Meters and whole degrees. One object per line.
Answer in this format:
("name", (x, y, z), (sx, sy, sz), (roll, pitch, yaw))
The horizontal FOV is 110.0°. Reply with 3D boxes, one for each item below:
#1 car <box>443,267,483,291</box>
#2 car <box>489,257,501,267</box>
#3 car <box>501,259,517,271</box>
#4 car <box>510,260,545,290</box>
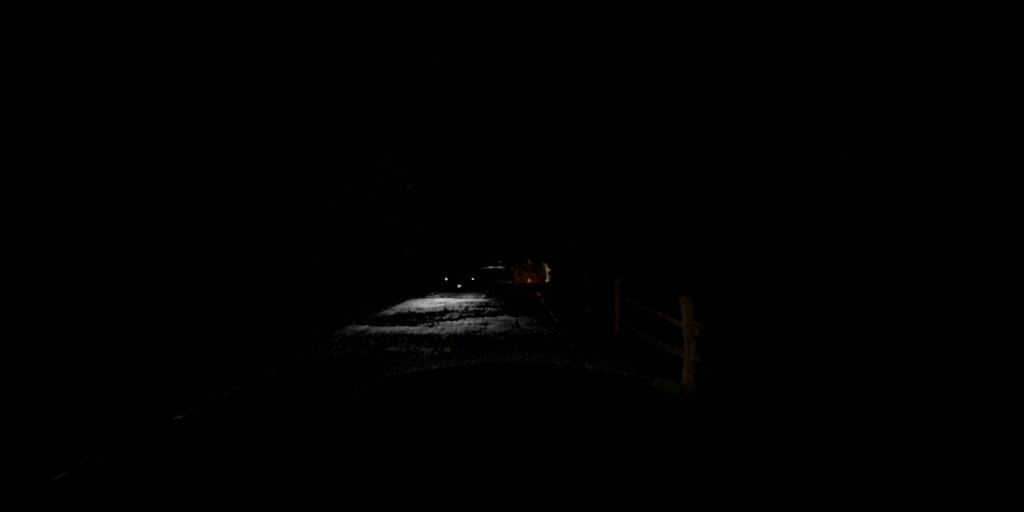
("car", (-2.851, 1.323, 21.632), (1.895, 1.301, 4.718), (0, 0, 0))
("car", (-2.791, 0.970, 62.359), (2.097, 1.767, 4.553), (0, 0, 1))
("car", (0.050, 1.158, 46.337), (2.128, 1.511, 4.902), (0, 0, 1))
("car", (0.962, 1.199, 22.406), (1.882, 1.535, 5.008), (0, 0, 0))
